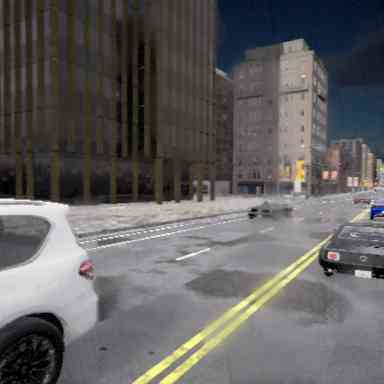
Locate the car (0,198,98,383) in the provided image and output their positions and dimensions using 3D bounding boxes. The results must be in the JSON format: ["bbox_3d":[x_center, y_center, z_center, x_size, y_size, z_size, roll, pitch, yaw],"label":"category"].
[{"bbox_3d":[-3.264,1.113,2.385,2.150,2.045,5.566,2,1,32],"label":"car"}]

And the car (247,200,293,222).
[{"bbox_3d":[5.435,1.213,22.838,1.895,1.301,4.718,2,1,31],"label":"car"}]

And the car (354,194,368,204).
[{"bbox_3d":[24.145,1.022,47.014,1.994,1.385,4.181,2,1,32],"label":"car"}]

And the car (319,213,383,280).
[{"bbox_3d":[4.892,1.476,9.120,1.895,1.301,4.718,2,1,31],"label":"car"}]

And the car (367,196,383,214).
[{"bbox_3d":[14.262,1.200,24.427,1.882,1.535,5.008,2,1,31],"label":"car"}]
